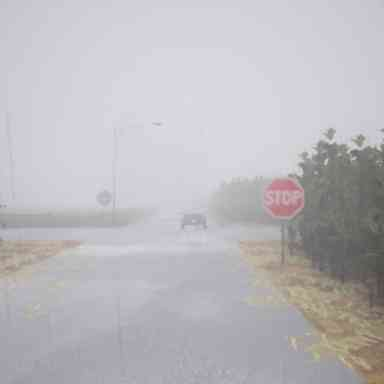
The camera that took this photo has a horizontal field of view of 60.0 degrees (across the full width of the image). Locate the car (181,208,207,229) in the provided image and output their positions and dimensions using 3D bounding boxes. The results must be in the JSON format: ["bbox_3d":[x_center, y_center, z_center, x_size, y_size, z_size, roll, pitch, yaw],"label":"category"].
[{"bbox_3d":[0.142,1.955,25.252,1.812,1.442,4.674,0,-2,0],"label":"car"}]
